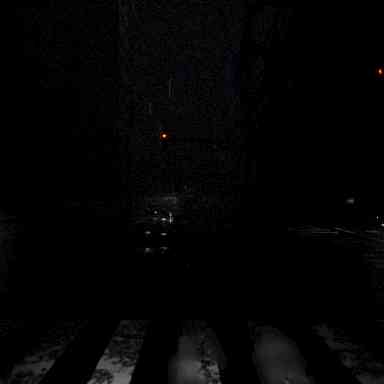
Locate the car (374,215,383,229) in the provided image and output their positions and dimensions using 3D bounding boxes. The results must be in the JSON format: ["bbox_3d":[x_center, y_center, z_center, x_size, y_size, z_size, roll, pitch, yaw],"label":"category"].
[{"bbox_3d":[13.487,1.653,19.654,4.718,1.301,1.895,0,1,0],"label":"car"}]

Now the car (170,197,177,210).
[{"bbox_3d":[-3.262,1.592,41.610,1.895,1.301,4.718,0,0,0],"label":"car"}]

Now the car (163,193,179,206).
[{"bbox_3d":[-3.286,1.211,52.200,2.150,2.045,5.566,0,0,0],"label":"car"}]

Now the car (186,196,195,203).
[{"bbox_3d":[-0.242,1.584,73.075,1.895,1.301,4.718,0,0,0],"label":"car"}]

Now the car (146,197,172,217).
[{"bbox_3d":[-3.221,1.518,31.650,1.812,1.442,4.674,0,0,-1],"label":"car"}]

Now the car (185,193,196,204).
[{"bbox_3d":[-0.121,1.480,62.628,2.128,1.511,4.902,0,0,0],"label":"car"}]
